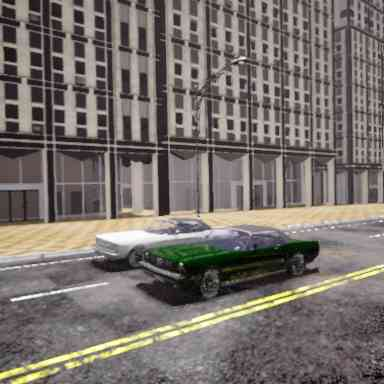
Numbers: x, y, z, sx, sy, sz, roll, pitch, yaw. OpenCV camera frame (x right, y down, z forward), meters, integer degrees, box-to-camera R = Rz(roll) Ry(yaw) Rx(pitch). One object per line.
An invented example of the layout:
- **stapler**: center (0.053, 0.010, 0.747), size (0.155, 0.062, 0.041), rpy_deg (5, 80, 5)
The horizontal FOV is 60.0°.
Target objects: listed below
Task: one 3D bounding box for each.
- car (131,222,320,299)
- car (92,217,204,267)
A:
- **car**: center (1.102, 1.542, 8.462), size (4.718, 1.301, 1.895), rpy_deg (-1, 0, -35)
- **car**: center (-0.795, 1.542, 11.103), size (4.718, 1.301, 1.895), rpy_deg (-1, 0, -35)
